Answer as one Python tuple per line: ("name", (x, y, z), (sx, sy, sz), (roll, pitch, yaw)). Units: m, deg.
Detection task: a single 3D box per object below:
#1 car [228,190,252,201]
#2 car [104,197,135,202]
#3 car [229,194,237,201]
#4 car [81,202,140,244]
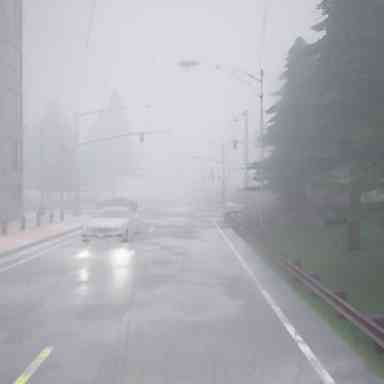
("car", (8.416, 0.614, 58.591), (3.866, 1.878, 1.905), (0, 1, -1))
("car", (-7.663, 1.238, 34.055), (4.181, 1.385, 1.994), (0, 0, 19))
("car", (8.831, 0.635, 56.081), (4.605, 1.855, 1.932), (0, 1, -1))
("car", (-3.524, 1.386, 15.212), (1.812, 1.442, 4.674), (0, 0, 0))
